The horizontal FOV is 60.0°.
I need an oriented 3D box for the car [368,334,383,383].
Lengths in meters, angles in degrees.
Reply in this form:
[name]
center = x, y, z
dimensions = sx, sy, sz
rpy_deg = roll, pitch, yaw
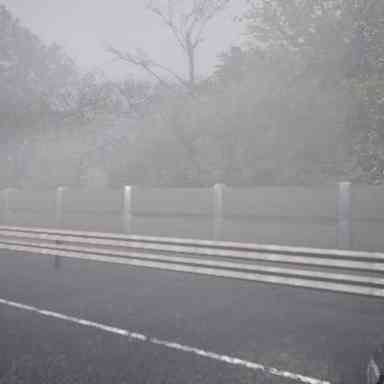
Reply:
[car]
center = 3.948, 1.715, 2.478
dimensions = 4.674, 1.442, 1.812
rpy_deg = 0, -3, 29
